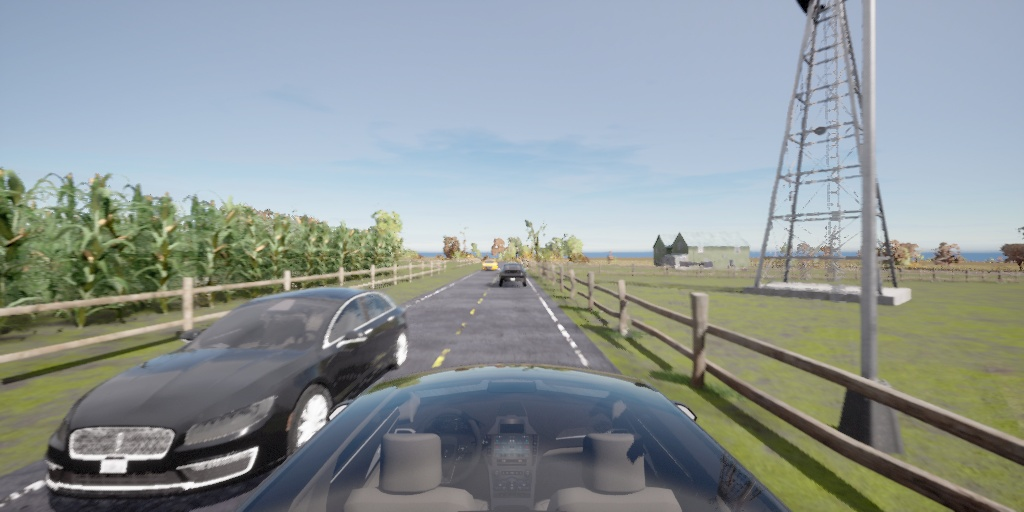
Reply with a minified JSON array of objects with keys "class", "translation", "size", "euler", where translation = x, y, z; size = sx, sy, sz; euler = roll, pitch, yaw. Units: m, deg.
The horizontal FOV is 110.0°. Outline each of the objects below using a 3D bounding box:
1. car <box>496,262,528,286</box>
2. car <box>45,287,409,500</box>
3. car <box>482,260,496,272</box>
[{"class":"car","translation":[0.041,1.254,25.407],"size":[1.837,1.490,4.892],"euler":[0,0,0]},{"class":"car","translation":[-2.854,1.254,4.996],"size":[1.837,1.490,4.892],"euler":[0,0,0]},{"class":"car","translation":[-2.955,1.245,47.761],"size":[1.882,1.535,5.008],"euler":[0,0,0]}]
